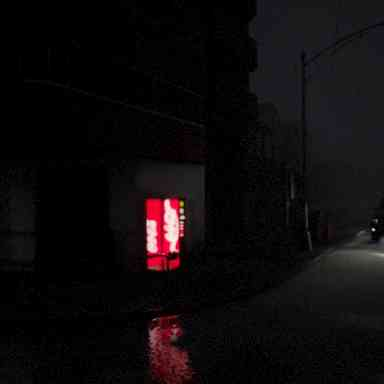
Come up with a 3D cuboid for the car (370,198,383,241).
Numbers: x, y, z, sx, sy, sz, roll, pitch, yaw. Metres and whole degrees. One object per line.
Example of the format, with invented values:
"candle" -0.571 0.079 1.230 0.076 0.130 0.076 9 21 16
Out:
"car" 10.328 1.233 16.419 2.150 2.045 5.566 -1 0 36
